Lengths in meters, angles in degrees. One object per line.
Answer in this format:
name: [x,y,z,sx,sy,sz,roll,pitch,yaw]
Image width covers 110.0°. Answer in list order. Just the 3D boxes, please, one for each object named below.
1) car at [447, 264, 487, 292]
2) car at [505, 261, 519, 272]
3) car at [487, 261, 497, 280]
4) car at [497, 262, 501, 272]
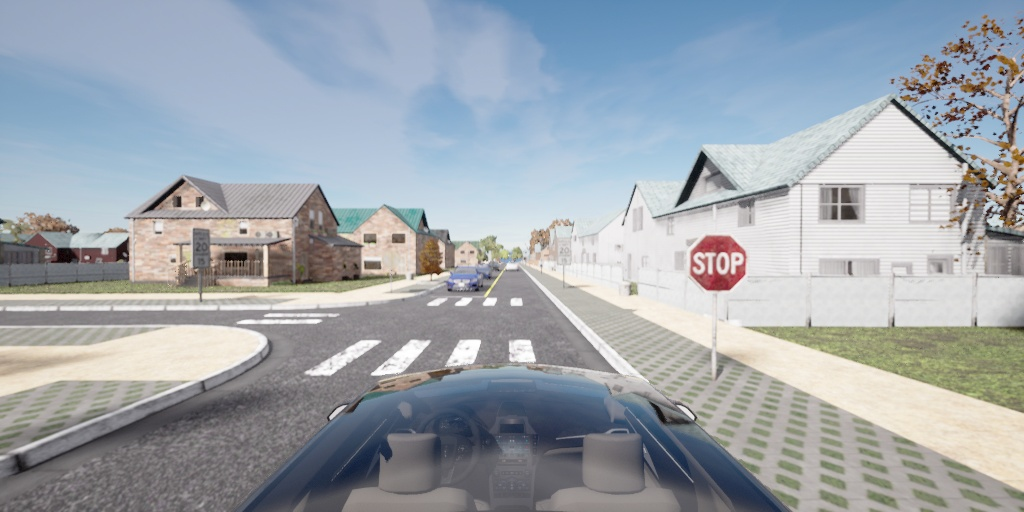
car: [-2.839,1.373,22.471,1.812,1.442,4.674,0,0,0]
car: [0.021,1.577,53.740,1.812,1.442,4.674,0,0,0]
car: [-2.835,1.460,34.219,2.033,1.411,5.357,0,0,0]
car: [-2.779,1.553,53.159,1.837,1.490,4.892,0,-1,1]
